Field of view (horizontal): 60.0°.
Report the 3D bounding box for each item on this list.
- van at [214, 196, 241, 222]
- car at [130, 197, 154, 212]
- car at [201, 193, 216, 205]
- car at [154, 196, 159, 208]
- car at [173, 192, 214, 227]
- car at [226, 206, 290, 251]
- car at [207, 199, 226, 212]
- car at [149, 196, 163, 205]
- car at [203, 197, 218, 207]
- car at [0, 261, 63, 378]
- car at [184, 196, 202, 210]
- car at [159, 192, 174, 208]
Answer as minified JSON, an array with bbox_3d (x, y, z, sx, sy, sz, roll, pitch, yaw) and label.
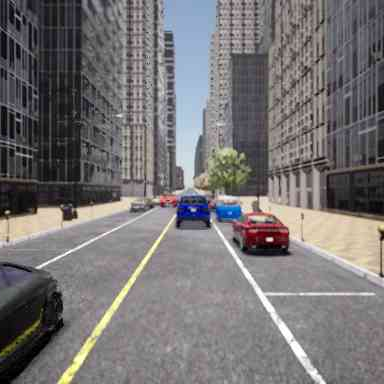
[{"bbox_3d":[2.672,1.254,25.098,1.690,1.788,3.998,0,0,0],"label":"van"},{"bbox_3d":[-5.718,1.417,36.490,2.008,1.369,4.403,0,0,0],"label":"car"},{"bbox_3d":[2.650,1.104,53.585,2.192,1.841,5.009,0,0,0],"label":"car"},{"bbox_3d":[-5.722,1.408,42.186,1.947,1.339,4.313,0,0,0],"label":"car"},{"bbox_3d":[0.083,1.147,22.410,2.150,2.045,5.566,0,0,0],"label":"car"},{"bbox_3d":[2.680,1.501,13.706,1.887,1.381,4.507,0,0,0],"label":"car"},{"bbox_3d":[2.662,1.448,36.496,1.802,1.307,4.206,0,0,0],"label":"car"},{"bbox_3d":[-5.731,1.315,53.411,1.752,1.417,4.829,0,0,0],"label":"car"},{"bbox_3d":[2.653,1.382,47.890,1.947,1.339,4.313,0,0,0],"label":"car"},{"bbox_3d":[-3.104,1.552,3.796,1.994,1.385,4.181,0,0,0],"label":"car"},{"bbox_3d":[0.067,1.336,41.803,2.128,1.511,4.902,0,0,0],"label":"car"},{"bbox_3d":[-3.127,1.049,45.307,2.150,2.045,5.566,0,0,0],"label":"car"}]
